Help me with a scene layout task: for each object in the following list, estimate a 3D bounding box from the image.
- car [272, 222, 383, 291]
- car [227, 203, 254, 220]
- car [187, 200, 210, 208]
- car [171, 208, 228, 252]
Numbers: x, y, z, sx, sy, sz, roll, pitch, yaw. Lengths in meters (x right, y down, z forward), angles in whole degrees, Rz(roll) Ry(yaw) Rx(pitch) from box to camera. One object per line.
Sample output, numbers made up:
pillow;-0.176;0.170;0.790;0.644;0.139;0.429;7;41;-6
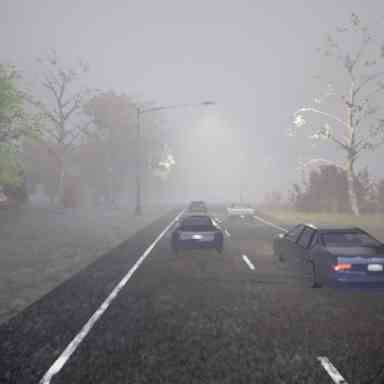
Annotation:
car;3.649;1.547;9.108;2.033;1.411;5.357;0;0;1
car;4.028;1.602;28.327;1.895;1.301;4.718;0;0;2
car;0.576;1.509;30.026;1.837;1.490;4.892;0;0;2
car;0.209;1.566;13.858;1.994;1.385;4.181;0;0;0
